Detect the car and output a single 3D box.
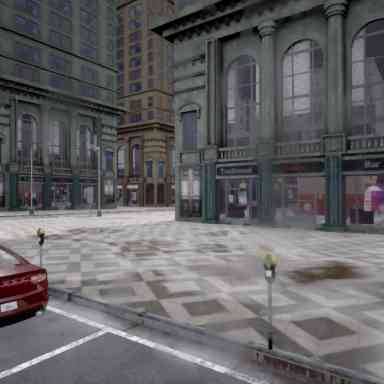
[{"bbox_3d":[-4.493,1.546,6.170,4.507,1.381,1.887,0,0,35],"label":"car"}]
